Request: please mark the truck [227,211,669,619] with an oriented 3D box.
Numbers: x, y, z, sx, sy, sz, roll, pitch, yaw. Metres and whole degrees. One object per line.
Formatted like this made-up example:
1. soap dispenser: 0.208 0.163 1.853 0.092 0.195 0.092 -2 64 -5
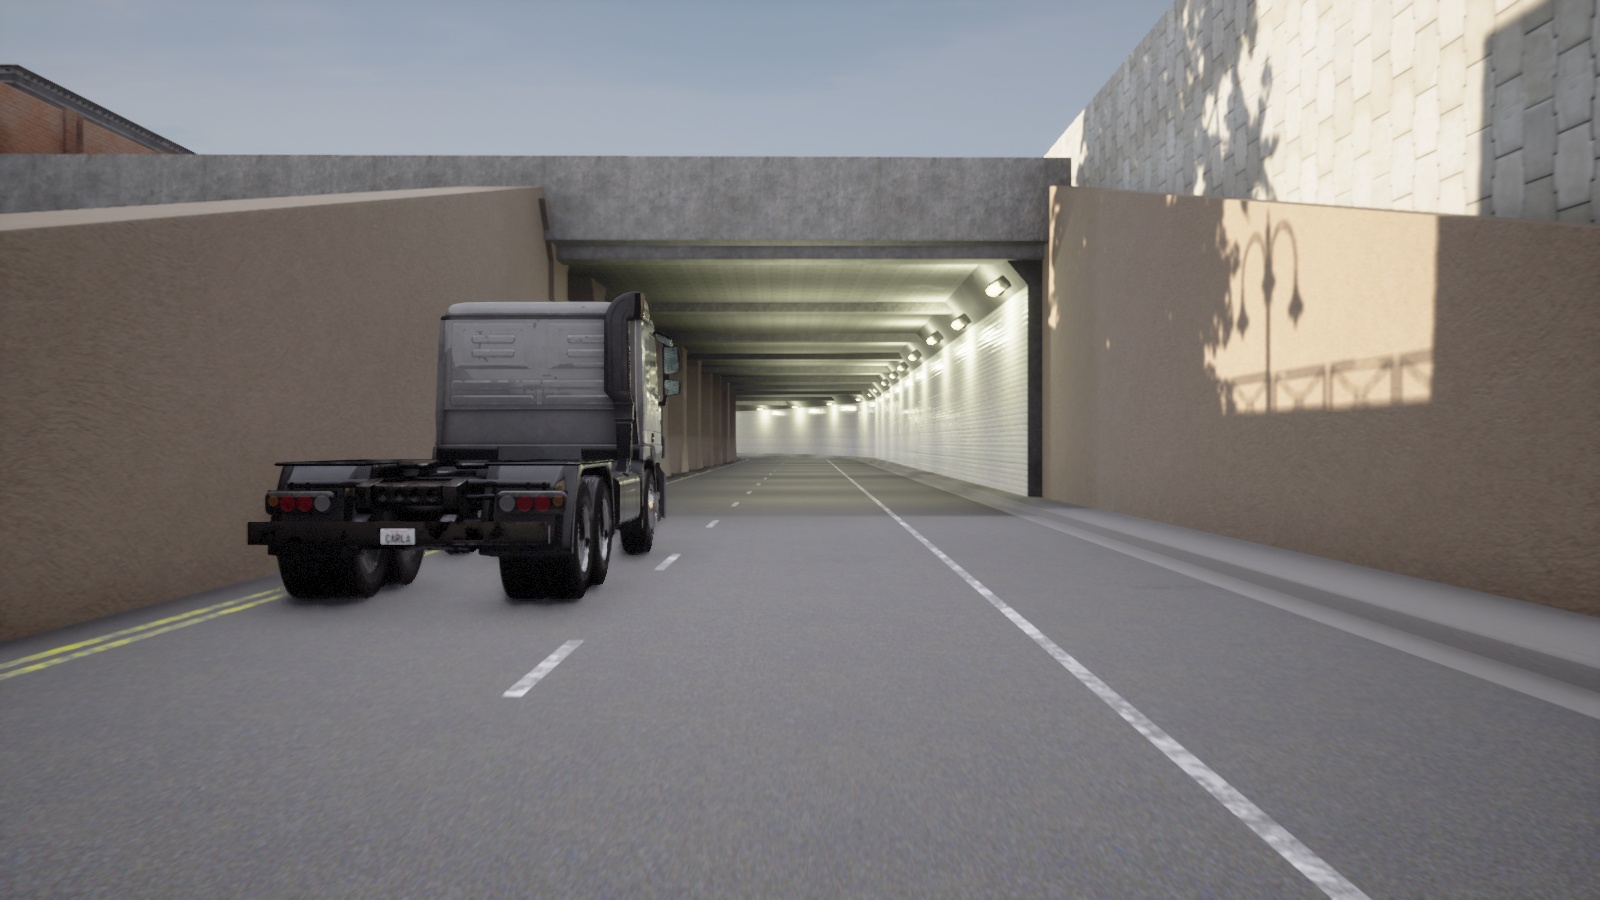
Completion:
1. truck: -3.402 -0.321 14.634 2.891 3.462 7.936 0 0 0
